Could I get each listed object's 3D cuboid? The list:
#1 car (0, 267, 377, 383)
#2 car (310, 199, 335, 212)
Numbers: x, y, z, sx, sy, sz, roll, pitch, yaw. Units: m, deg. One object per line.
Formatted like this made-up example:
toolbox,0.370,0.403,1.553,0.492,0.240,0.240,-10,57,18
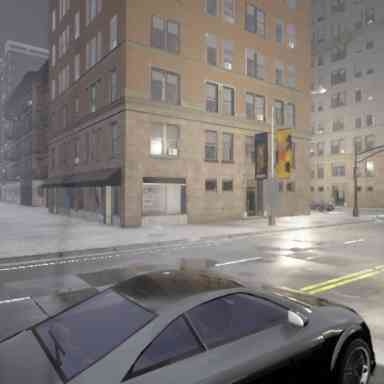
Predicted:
car,0.154,1.564,3.569,4.181,1.385,1.994,0,0,-36
car,14.079,1.553,38.138,1.994,1.385,4.181,0,0,-36
